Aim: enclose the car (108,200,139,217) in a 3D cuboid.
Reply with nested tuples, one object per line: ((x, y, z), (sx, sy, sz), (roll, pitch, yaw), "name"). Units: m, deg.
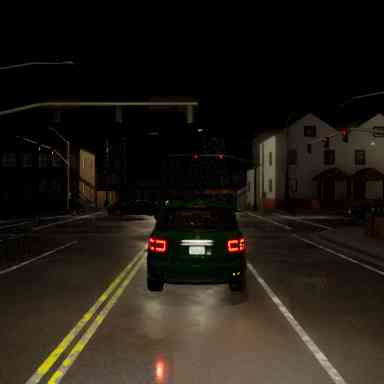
((-4.982, 1.423, 29.516), (4.902, 1.511, 2.128), (0, 0, -1), "car")

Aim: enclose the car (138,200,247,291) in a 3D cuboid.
((0.098, 1.221, 9.109), (2.150, 2.045, 5.566), (0, 0, 0), "car")

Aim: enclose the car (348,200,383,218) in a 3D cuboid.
((16.587, 1.490, 29.823), (4.902, 1.511, 2.128), (0, 0, -1), "car")
